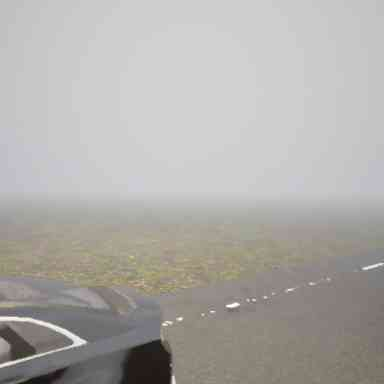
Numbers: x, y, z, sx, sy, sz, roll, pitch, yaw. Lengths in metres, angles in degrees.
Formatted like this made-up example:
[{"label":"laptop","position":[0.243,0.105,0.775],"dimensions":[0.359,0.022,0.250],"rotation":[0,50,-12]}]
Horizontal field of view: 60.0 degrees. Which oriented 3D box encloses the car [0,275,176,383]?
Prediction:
[{"label":"car","position":[-2.438,1.493,2.296],"dimensions":[4.902,1.511,2.128],"rotation":[0,0,-36]}]
